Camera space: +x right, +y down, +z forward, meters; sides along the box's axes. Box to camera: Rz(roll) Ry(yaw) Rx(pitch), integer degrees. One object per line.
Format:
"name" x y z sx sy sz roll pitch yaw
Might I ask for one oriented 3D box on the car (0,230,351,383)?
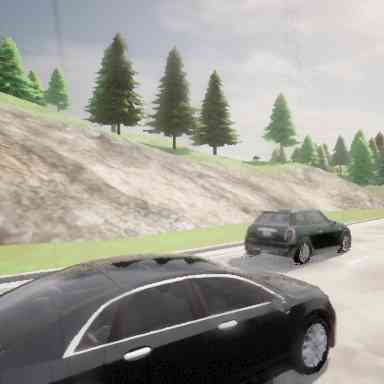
"car" -0.213 1.509 3.915 4.892 1.490 1.837 -1 1 -37

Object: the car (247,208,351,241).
"car" 3.946 1.362 12.061 4.553 1.767 2.097 0 0 -43
